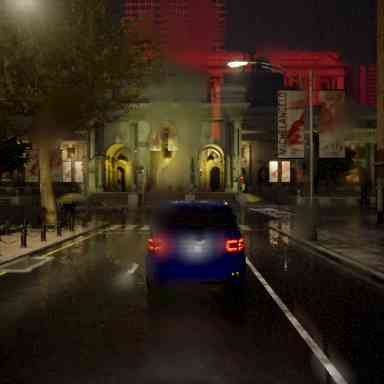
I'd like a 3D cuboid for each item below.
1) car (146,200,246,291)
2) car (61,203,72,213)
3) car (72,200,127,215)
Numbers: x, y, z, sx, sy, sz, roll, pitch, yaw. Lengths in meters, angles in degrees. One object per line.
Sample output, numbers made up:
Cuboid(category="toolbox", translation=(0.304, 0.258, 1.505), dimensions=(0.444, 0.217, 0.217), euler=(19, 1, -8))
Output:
Cuboid(category="car", translation=(0.106, 1.221, 9.130), dimensions=(2.150, 2.045, 5.566), euler=(0, 0, 1))
Cuboid(category="car", translation=(-11.441, 1.547, 36.338), dimensions=(5.357, 1.411, 2.033), euler=(0, 0, 1))
Cuboid(category="car", translation=(-8.852, 1.601, 32.814), dimensions=(4.718, 1.301, 1.895), euler=(0, 0, 1))
